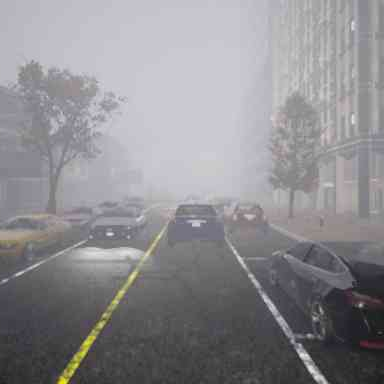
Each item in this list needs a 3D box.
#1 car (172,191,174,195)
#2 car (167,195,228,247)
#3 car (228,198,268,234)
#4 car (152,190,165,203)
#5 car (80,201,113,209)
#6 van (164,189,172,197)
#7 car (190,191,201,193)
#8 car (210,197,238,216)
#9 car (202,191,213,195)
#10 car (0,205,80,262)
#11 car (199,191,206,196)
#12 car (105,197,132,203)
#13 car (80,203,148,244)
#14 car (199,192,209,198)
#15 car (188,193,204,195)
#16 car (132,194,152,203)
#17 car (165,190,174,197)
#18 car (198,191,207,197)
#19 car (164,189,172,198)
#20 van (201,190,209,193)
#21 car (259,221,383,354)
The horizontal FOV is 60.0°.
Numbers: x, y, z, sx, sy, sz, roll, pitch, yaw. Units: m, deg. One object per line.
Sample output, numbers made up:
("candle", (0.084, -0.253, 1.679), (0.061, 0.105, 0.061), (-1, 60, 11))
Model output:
("car", (-5.675, 0.349, 73.762), (2.192, 1.841, 5.009), (1, 1, 0))
("car", (0.106, 1.165, 14.068), (2.097, 1.767, 4.553), (0, 1, -1))
("car", (2.670, 1.211, 17.272), (1.967, 1.590, 4.097), (1, 1, 0))
("car", (-5.679, 0.878, 51.191), (2.008, 1.369, 4.403), (1, 1, 0))
("car", (-5.679, 1.352, 17.329), (1.802, 1.307, 4.206), (1, 1, 0))
("van", (-5.675, 0.302, 79.406), (1.690, 1.788, 3.998), (1, 1, 0))
("car", (0.100, 0.764, 60.953), (1.994, 1.385, 4.181), (0, 1, 0))
("car", (2.668, 1.189, 28.562), (1.947, 1.339, 4.313), (1, 1, 0))
("car", (2.669, 0.925, 45.662), (1.752, 1.417, 4.829), (1, 1, 0))
("car", (-5.678, 1.371, 11.515), (1.752, 1.417, 4.829), (1, 1, 0))
("car", (2.839, 0.338, 90.811), (1.752, 1.417, 4.829), (1, 1, 0))
("car", (-5.679, 1.241, 22.972), (1.887, 1.381, 4.507), (1, 1, 0))
("car", (-3.100, 1.370, 14.534), (1.994, 1.385, 4.181), (0, 1, 0))
("car", (2.668, 0.600, 73.710), (1.947, 1.339, 4.313), (1, 1, 0))
("car", (0.102, 1.086, 39.081), (1.895, 1.301, 4.718), (0, 1, 0))
("car", (-5.679, 1.114, 34.260), (1.947, 1.339, 4.313), (1, 1, 0))
("car", (-5.677, 0.328, 85.051), (1.967, 1.590, 4.097), (1, 1, 0))
("car", (2.668, 0.454, 84.998), (1.947, 1.339, 4.313), (1, 1, 0))
("car", (-5.679, 0.689, 68.122), (1.802, 1.307, 4.206), (1, 1, 0))
("van", (2.672, 0.449, 68.064), (1.690, 1.788, 3.998), (1, 1, 0))
("car", (2.668, 1.485, 5.987), (1.947, 1.339, 4.313), (1, 1, 0))
